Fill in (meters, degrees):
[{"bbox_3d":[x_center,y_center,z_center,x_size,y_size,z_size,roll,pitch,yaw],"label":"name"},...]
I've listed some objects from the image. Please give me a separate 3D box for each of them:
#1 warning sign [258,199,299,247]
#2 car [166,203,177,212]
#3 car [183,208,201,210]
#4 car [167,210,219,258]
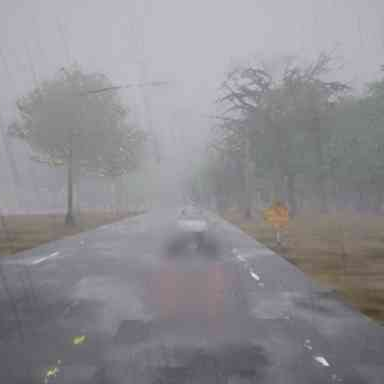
[{"bbox_3d":[3.518,1.257,13.655,1.300,1.860,1.060,-2,-2,0],"label":"warning sign"},{"bbox_3d":[-3.555,2.731,58.910,2.033,1.411,5.357,0,-2,1],"label":"car"},{"bbox_3d":[0.028,1.950,26.973,1.895,1.301,4.718,0,-1,0],"label":"car"},{"bbox_3d":[0.045,1.666,13.215,1.812,1.442,4.674,0,-1,0],"label":"car"}]
